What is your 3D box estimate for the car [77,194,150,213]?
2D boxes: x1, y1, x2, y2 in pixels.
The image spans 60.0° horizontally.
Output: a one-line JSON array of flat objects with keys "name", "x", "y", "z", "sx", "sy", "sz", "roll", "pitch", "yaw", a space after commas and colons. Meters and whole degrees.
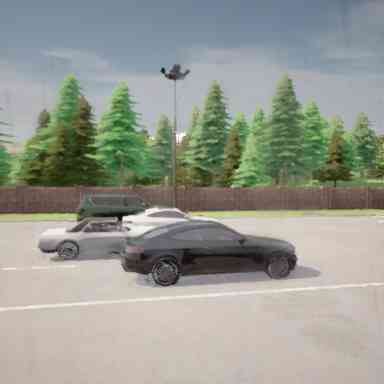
[{"name": "car", "x": -3.607, "y": 1.137, "z": 18.712, "sx": 5.566, "sy": 2.045, "sz": 2.150, "roll": 0, "pitch": 0, "yaw": -12}]

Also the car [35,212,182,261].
[{"name": "car", "x": -2.794, "y": 1.547, "z": 11.729, "sx": 4.718, "sy": 1.301, "sz": 1.895, "roll": 0, "pitch": 0, "yaw": -12}]

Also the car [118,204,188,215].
[{"name": "car", "x": -1.000, "y": 1.457, "z": 15.705, "sx": 4.674, "sy": 1.442, "sz": 1.812, "roll": 0, "pitch": 0, "yaw": -12}]

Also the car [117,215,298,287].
[{"name": "car", "x": 0.465, "y": 1.487, "z": 8.860, "sx": 4.674, "sy": 1.442, "sz": 1.812, "roll": 0, "pitch": 0, "yaw": -12}]

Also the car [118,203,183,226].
[{"name": "car", "x": -2.869, "y": 1.464, "z": 22.450, "sx": 4.181, "sy": 1.385, "sz": 1.994, "roll": 0, "pitch": 0, "yaw": -12}]
